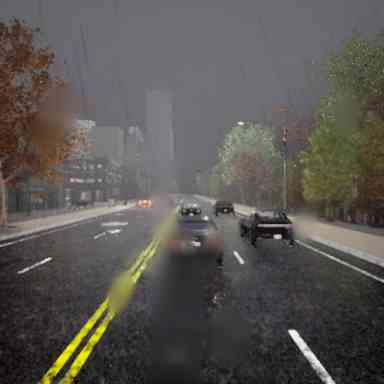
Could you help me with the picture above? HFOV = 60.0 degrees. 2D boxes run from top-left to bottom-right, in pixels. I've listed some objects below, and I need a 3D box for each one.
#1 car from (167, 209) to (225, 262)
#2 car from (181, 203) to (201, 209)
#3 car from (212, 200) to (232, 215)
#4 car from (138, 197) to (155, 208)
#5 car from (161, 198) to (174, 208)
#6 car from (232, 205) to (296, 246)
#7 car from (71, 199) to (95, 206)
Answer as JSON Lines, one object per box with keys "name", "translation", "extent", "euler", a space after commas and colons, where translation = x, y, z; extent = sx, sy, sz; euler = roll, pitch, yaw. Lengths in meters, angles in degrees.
{"name": "car", "translation": [0.102, 1.587, 12.289], "extent": [2.033, 1.411, 5.357], "euler": [0, 0, 0]}
{"name": "car", "translation": [-0.100, 1.701, 31.122], "extent": [1.895, 1.301, 4.718], "euler": [0, 0, -1]}
{"name": "car", "translation": [3.110, 1.585, 33.631], "extent": [1.882, 1.535, 5.008], "euler": [0, 0, -1]}
{"name": "car", "translation": [-7.063, 1.521, 51.834], "extent": [2.097, 1.767, 4.553], "euler": [0, 0, 0]}
{"name": "car", "translation": [-3.823, 1.722, 53.517], "extent": [2.033, 1.411, 5.357], "euler": [0, 0, -1]}
{"name": "car", "translation": [3.341, 1.541, 15.417], "extent": [2.128, 1.511, 4.902], "euler": [0, 0, 0]}
{"name": "car", "translation": [-20.670, 2.027, 63.056], "extent": [4.313, 1.339, 1.947], "euler": [-1, 1, -1]}
